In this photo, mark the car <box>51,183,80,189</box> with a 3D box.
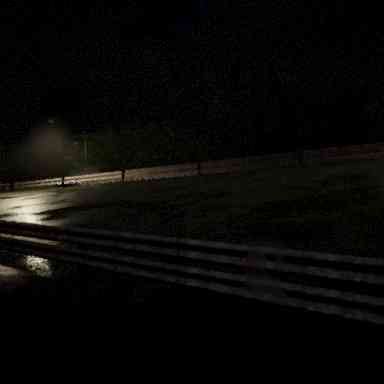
[{"bbox_3d":[-19.969,-0.931,52.310,4.718,1.301,1.895,-4,-2,25],"label":"car"}]
